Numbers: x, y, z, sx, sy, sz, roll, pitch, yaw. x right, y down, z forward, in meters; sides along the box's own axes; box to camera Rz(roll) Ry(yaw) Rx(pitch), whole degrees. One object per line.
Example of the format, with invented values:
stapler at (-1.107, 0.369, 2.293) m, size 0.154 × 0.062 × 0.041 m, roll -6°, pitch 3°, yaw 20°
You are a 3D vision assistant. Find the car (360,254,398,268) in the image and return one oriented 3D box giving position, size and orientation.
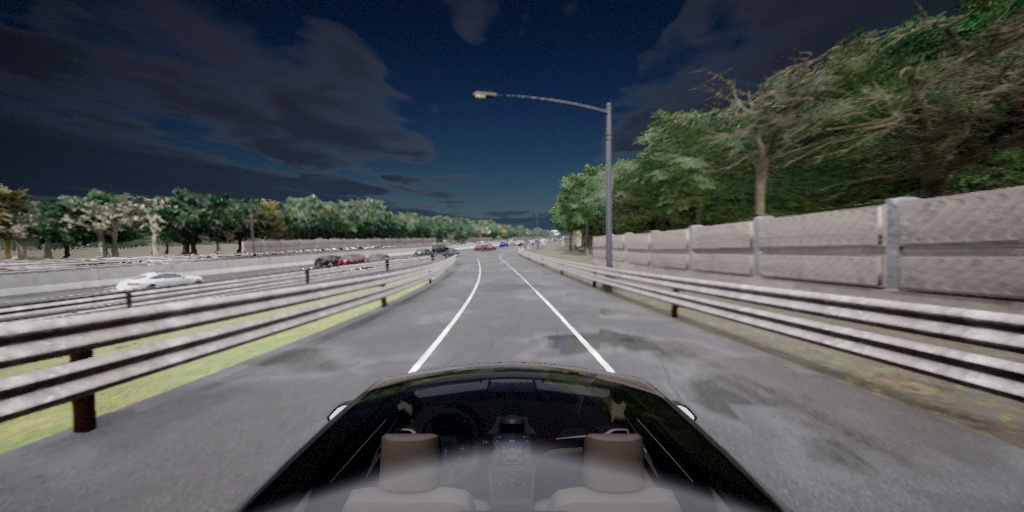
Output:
car at (-15.673, 0.506, 43.270) m, size 2.097 × 1.767 × 4.553 m, roll 0°, pitch 3°, yaw 13°

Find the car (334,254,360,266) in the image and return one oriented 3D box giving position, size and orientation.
car at (-19.077, 0.488, 44.078) m, size 2.097 × 1.767 × 4.553 m, roll 0°, pitch 3°, yaw 13°

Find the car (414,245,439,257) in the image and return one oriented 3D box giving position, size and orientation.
car at (-14.956, -0.521, 61.430) m, size 2.097 × 1.767 × 4.553 m, roll 0°, pitch 3°, yaw 13°

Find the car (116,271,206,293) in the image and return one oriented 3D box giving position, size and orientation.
car at (-23.737, 1.780, 24.470) m, size 1.812 × 1.442 × 4.674 m, roll 0°, pitch 3°, yaw 13°

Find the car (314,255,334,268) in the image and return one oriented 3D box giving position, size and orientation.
car at (-22.473, 0.610, 44.934) m, size 1.837 × 1.490 × 4.892 m, roll 0°, pitch 3°, yaw 13°
